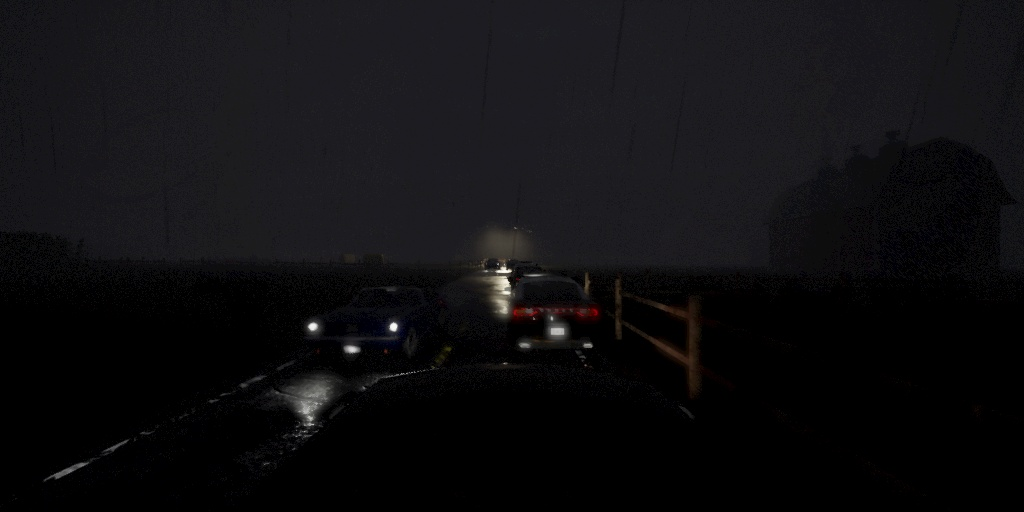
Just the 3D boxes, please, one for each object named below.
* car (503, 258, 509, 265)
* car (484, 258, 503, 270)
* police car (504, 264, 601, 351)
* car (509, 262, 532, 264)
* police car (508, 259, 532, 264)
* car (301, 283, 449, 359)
[{"bbox_3d":[0.171,1.220,49.512,1.882,1.535,5.008,0,0,0],"label":"car"},{"bbox_3d":[-2.729,1.094,50.889,2.097,1.767,4.553,0,0,0],"label":"car"},{"bbox_3d":[0.838,1.174,9.140,1.930,1.638,5.238,0,0,0],"label":"police car"},{"bbox_3d":[0.862,1.253,19.030,1.837,1.490,4.892,0,0,0],"label":"car"},{"bbox_3d":[0.878,1.173,25.140,1.930,1.638,5.238,0,0,0],"label":"police car"},{"bbox_3d":[-2.836,1.351,8.568,1.895,1.301,4.718,0,0,0],"label":"car"}]
